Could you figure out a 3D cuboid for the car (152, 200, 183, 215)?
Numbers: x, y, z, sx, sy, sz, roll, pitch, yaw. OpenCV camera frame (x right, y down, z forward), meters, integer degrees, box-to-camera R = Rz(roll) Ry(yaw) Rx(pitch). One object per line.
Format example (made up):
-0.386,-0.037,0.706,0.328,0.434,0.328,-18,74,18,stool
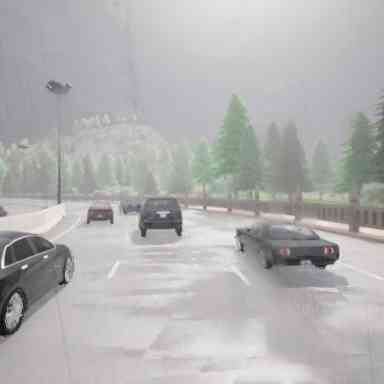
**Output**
-2.690,1.595,35.384,2.033,1.411,5.357,0,0,-19,car

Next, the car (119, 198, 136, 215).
-6.508,1.416,35.458,2.097,1.767,4.553,0,0,-19,car

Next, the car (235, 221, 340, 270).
2.792,1.600,11.013,1.895,1.301,4.718,0,0,-6,car

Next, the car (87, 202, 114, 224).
-7.056,1.534,25.691,1.882,1.535,5.008,0,0,-15,car

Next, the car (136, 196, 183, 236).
-1.875,1.249,18.809,2.150,2.045,5.566,0,0,-10,car

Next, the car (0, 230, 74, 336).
-3.826,1.528,6.628,1.837,1.490,4.892,0,0,-4,car
